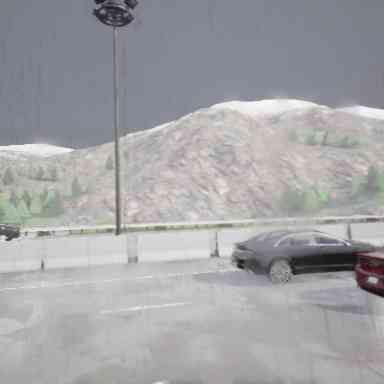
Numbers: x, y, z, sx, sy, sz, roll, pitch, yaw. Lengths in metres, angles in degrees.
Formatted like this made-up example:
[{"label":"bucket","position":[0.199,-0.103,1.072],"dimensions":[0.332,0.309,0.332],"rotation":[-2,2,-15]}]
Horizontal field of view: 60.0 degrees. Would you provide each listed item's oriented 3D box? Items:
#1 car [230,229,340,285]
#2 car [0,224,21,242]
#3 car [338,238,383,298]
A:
[{"label":"car","position":[3.652,1.936,10.653],"dimensions":[4.902,1.511,2.128],"rotation":[-1,-3,-13]},{"label":"car","position":[-16.506,3.364,26.738],"dimensions":[4.892,1.490,1.837],"rotation":[-1,-3,-19]},{"label":"car","position":[6.300,1.693,7.686],"dimensions":[5.008,1.535,1.882],"rotation":[-1,-3,-12]}]
